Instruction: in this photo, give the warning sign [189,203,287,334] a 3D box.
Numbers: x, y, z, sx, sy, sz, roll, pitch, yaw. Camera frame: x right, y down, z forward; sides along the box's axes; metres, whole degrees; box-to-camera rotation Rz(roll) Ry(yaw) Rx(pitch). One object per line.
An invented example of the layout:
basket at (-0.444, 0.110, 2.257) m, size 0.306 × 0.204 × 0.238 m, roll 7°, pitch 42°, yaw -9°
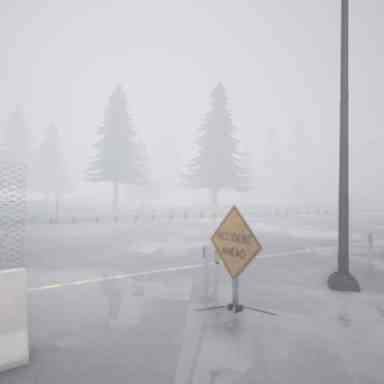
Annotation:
warning sign at (0.752, 1.148, 5.709) m, size 1.060 × 1.860 × 1.300 m, roll 1°, pitch 0°, yaw -35°
